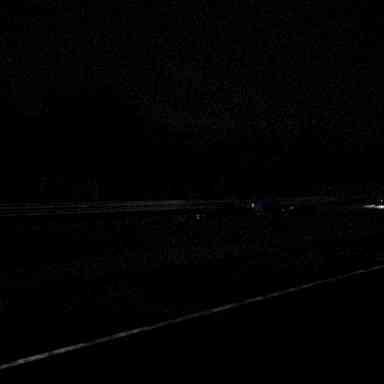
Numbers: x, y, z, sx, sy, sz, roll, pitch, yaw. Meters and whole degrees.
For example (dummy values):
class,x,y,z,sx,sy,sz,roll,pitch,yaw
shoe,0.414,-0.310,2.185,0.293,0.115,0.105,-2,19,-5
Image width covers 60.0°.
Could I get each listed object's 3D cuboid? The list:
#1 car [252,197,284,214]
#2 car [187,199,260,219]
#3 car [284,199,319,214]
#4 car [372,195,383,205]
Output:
class,x,y,z,sx,sy,sz,roll,pitch,yaw
car,6.712,1.298,33.353,4.553,1.767,2.097,0,0,-37
car,1.946,1.463,22.436,5.008,1.535,1.882,0,0,-35
car,10.467,1.454,32.440,4.674,1.442,1.812,0,0,-34
car,28.429,1.178,49.071,4.674,1.442,1.812,-1,1,-34
